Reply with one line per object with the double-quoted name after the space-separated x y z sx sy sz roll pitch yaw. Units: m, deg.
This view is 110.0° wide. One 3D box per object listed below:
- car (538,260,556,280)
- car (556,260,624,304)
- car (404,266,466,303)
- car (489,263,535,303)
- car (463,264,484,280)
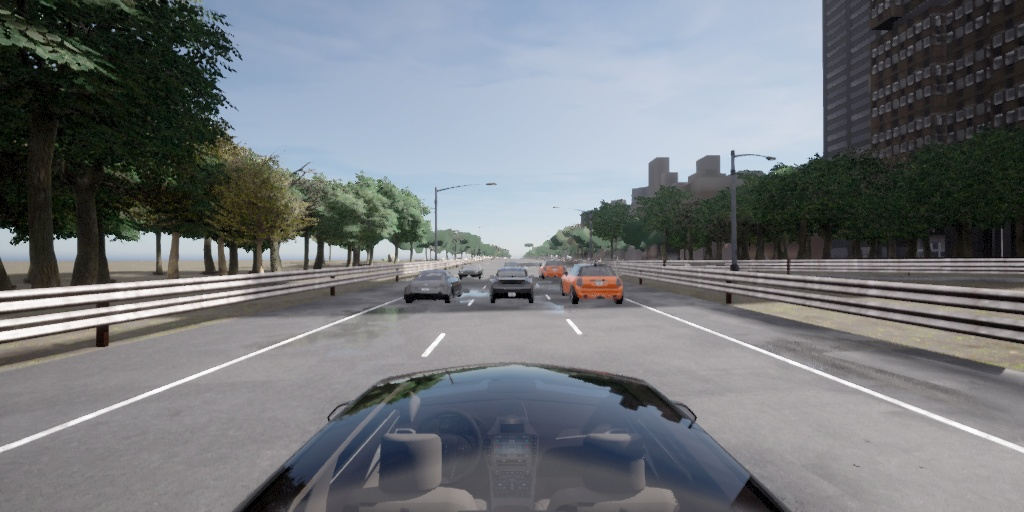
3.500 1.112 31.470 2.097 1.767 4.553 0 0 0 "car"
3.500 1.116 16.470 2.097 1.767 4.553 0 0 0 "car"
-3.500 1.322 16.500 1.994 1.385 4.181 0 0 0 "car"
0.000 1.266 16.500 1.837 1.490 4.892 0 0 0 "car"
-3.500 1.362 31.530 1.895 1.301 4.718 0 0 0 "car"
